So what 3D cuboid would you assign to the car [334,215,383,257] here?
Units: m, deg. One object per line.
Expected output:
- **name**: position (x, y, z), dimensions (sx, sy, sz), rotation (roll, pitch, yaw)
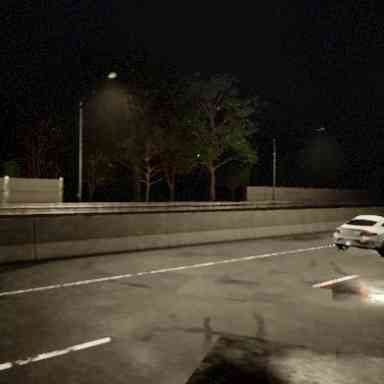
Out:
- **car**: position (7.667, 1.673, 13.606), dimensions (4.674, 1.442, 1.812), rotation (0, 0, -35)
